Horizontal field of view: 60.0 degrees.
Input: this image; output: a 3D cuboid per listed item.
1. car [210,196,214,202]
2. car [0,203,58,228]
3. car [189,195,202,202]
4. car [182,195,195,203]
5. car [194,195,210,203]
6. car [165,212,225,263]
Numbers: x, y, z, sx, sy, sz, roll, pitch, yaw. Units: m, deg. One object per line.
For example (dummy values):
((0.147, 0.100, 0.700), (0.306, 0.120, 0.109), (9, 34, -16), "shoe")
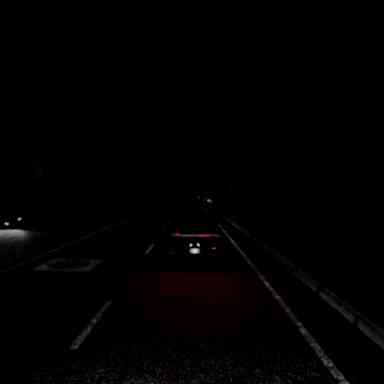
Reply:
((4.436, 1.874, 85.229), (2.128, 1.511, 4.902), (1, 0, 15), "car")
((-10.490, 1.428, 21.511), (2.033, 1.411, 5.357), (1, 0, 0), "car")
((0.919, 1.645, 85.586), (2.097, 1.767, 4.553), (1, 0, 15), "car")
((-1.164, 1.784, 75.622), (1.812, 1.442, 4.674), (1, 0, 10), "car")
((2.331, 1.893, 75.288), (1.895, 1.301, 4.718), (1, 0, 10), "car")
((0.096, 1.480, 12.002), (2.128, 1.511, 4.902), (1, 0, 0), "car")
